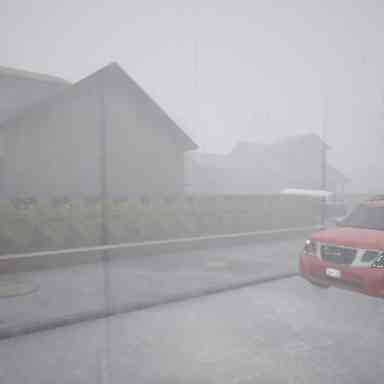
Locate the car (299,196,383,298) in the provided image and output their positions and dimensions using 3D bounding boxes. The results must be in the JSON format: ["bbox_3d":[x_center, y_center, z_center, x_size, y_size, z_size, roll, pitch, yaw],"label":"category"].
[{"bbox_3d":[5.017,1.204,7.971,5.566,2.045,2.150,0,0,-34],"label":"car"}]
